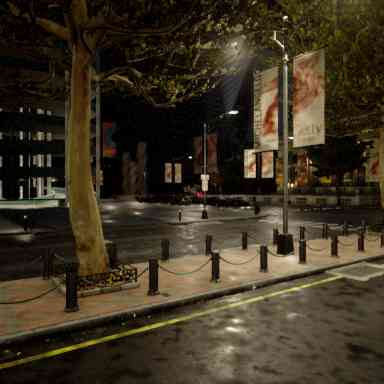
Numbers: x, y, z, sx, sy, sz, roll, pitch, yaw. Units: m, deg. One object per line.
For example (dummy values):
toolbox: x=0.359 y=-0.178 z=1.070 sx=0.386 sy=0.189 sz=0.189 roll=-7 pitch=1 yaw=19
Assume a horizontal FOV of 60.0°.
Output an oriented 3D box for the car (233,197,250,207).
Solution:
car: x=6.530 y=1.547 z=51.960 sx=2.033 sy=1.411 sz=5.357 roll=0 pitch=0 yaw=-35

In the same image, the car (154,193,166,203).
car: x=-5.758 y=1.221 z=67.985 sx=5.566 sy=2.045 sz=2.150 roll=0 pitch=0 yaw=45

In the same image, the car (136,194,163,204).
car: x=-8.775 y=1.547 z=65.828 sx=5.357 sy=1.411 sz=2.033 roll=0 pitch=0 yaw=43

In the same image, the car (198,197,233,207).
car: x=3.472 y=1.478 z=50.210 sx=1.882 sy=1.535 sz=5.008 roll=0 pitch=0 yaw=-35

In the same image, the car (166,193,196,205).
car: x=-1.967 y=1.352 z=57.725 sx=2.097 sy=1.767 sz=4.553 roll=0 pitch=0 yaw=-37

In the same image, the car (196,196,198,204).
car: x=0.951 y=1.526 z=59.689 sx=1.812 sy=1.442 sz=4.674 roll=0 pitch=0 yaw=-36
